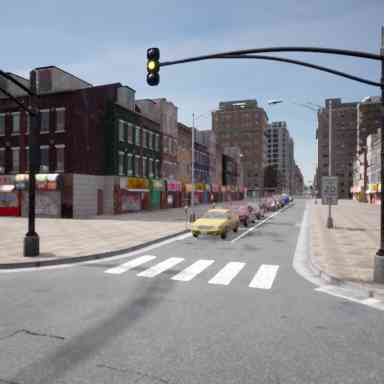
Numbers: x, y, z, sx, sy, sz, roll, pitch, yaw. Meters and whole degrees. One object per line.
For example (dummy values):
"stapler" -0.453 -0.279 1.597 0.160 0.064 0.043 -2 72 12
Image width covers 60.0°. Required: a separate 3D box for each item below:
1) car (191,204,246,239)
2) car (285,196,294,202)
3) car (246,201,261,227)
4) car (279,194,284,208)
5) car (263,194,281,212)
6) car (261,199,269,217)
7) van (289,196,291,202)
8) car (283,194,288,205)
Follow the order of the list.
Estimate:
"car" 1.334 1.488 17.325 1.752 1.417 4.829 1 0 19
"car" 23.709 1.577 80.940 1.947 1.339 4.313 1 0 19
"car" 3.250 1.505 22.772 1.887 1.381 4.507 1 0 19
"car" 10.691 1.404 43.923 1.967 1.590 4.097 1 0 19
"car" 8.831 1.401 38.636 1.967 1.590 4.097 1 0 19
"car" 5.110 1.540 28.061 1.802 1.307 4.206 1 0 19
"van" 16.271 1.319 59.787 1.690 1.788 3.998 1 0 19
"car" 12.552 1.283 49.211 2.192 1.841 5.009 1 0 19
